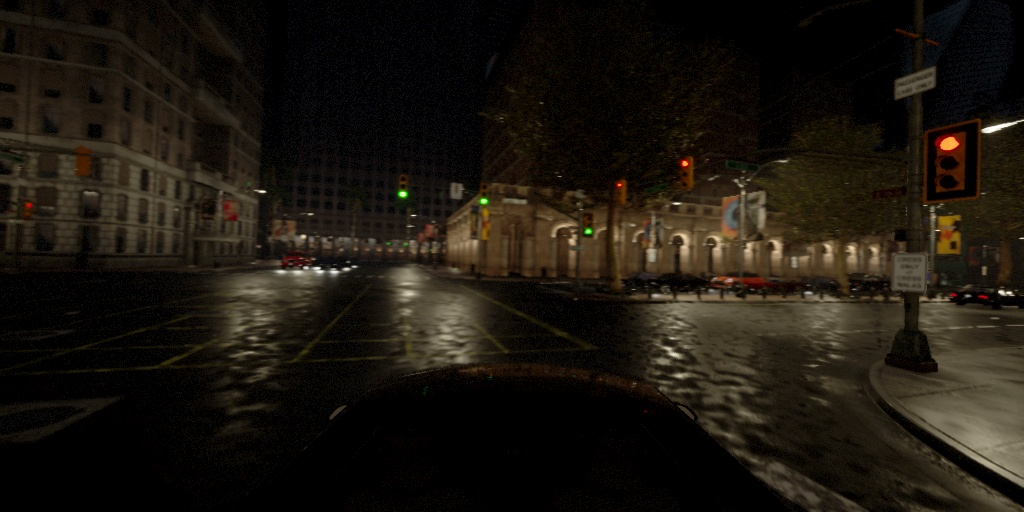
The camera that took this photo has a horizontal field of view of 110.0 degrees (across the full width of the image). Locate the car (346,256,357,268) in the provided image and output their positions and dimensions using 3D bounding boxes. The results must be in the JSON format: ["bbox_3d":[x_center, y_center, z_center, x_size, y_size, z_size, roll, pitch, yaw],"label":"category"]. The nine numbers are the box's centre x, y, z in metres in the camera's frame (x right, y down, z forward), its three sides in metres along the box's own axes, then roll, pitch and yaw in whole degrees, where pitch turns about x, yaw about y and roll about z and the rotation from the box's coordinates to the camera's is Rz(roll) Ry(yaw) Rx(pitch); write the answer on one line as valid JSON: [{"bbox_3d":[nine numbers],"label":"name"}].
[{"bbox_3d":[-24.291,0.777,51.758,2.097,1.767,4.553,2,-1,-16],"label":"car"}]

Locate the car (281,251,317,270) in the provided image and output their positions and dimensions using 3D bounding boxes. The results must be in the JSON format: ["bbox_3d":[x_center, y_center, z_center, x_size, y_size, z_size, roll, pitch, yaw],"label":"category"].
[{"bbox_3d":[-24.745,0.511,41.416,2.150,2.045,5.566,2,-1,-17],"label":"car"}]

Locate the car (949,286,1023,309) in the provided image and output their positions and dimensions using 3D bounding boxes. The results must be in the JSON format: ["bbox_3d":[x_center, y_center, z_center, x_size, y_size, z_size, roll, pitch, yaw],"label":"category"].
[{"bbox_3d":[31.758,2.723,23.813,5.357,1.411,2.033,2,-1,-17],"label":"car"}]

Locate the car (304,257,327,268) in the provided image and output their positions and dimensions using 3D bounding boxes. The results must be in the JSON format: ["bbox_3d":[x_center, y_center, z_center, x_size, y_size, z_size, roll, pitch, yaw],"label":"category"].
[{"bbox_3d":[-27.603,0.853,50.575,1.994,1.385,4.181,2,-1,-17],"label":"car"}]

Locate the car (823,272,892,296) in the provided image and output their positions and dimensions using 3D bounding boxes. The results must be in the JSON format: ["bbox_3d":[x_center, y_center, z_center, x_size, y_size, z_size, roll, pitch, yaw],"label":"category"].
[{"bbox_3d":[31.413,2.482,32.285,5.566,2.045,2.150,2,-1,-17],"label":"car"}]

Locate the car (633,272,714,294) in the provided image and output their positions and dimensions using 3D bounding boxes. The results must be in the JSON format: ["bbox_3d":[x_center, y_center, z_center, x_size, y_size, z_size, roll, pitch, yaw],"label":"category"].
[{"bbox_3d":[11.769,1.942,26.179,5.008,1.535,1.882,2,-1,-17],"label":"car"}]

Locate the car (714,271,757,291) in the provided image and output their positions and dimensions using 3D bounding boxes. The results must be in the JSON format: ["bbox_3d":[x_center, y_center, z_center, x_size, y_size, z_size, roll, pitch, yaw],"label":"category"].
[{"bbox_3d":[20.469,2.211,32.554,4.553,1.767,2.097,2,-1,-17],"label":"car"}]

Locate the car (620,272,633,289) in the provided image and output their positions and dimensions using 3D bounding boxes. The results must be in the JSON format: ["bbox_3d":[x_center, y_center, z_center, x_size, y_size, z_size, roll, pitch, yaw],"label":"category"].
[{"bbox_3d":[10.645,2.008,29.495,5.357,1.411,2.033,2,-1,-17],"label":"car"}]

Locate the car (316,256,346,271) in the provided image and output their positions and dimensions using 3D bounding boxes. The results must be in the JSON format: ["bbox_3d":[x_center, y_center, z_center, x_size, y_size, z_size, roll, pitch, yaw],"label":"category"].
[{"bbox_3d":[-21.548,0.950,42.869,1.812,1.442,4.674,2,-1,-17],"label":"car"}]

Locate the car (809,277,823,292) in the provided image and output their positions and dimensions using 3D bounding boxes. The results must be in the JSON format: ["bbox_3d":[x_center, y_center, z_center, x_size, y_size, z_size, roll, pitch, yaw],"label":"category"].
[{"bbox_3d":[30.539,2.814,35.683,5.357,1.411,2.033,2,-1,-17],"label":"car"}]

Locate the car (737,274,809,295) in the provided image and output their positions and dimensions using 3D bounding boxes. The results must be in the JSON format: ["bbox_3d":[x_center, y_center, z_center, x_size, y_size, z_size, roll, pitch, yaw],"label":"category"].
[{"bbox_3d":[21.188,2.447,29.114,4.718,1.301,1.895,2,-1,-17],"label":"car"}]
